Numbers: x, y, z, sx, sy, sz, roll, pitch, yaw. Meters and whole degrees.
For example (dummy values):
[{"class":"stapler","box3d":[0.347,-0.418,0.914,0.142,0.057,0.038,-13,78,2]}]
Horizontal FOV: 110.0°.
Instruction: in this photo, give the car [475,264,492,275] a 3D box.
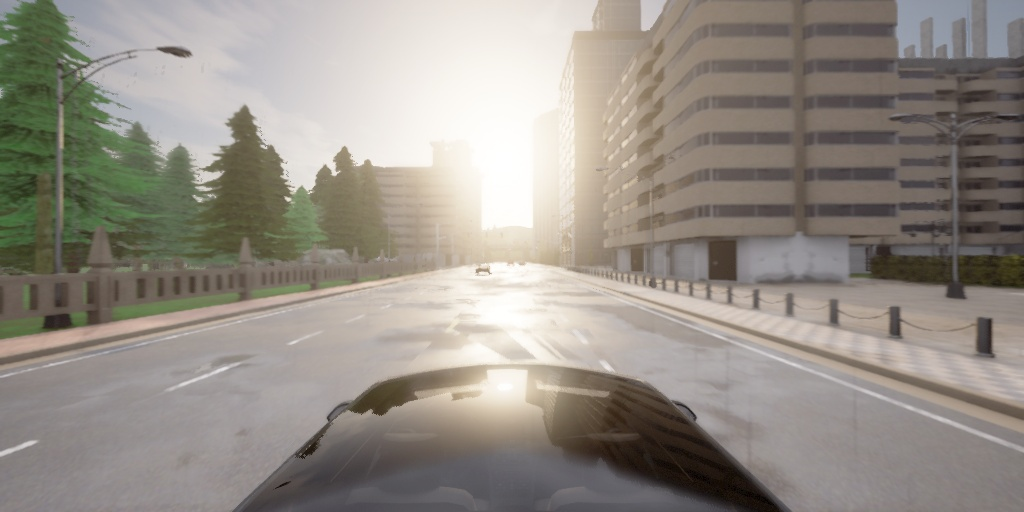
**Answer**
[{"class":"car","box3d":[-3.640,1.648,46.121,1.895,1.301,4.718,0,0,0]}]
